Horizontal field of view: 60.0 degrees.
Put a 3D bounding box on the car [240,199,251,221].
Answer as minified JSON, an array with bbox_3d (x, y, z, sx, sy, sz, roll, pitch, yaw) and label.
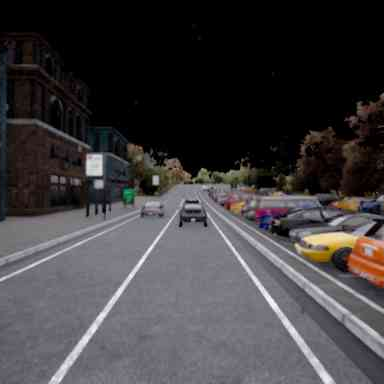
[{"bbox_3d":[6.274,1.508,24.334,4.892,1.521,2.231,0,0,0],"label":"car"}]

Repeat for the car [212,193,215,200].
[{"bbox_3d":[6.418,1.289,57.756,4.792,1.488,2.163,0,1,0],"label":"car"}]

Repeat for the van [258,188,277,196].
[{"bbox_3d":[19.444,-0.051,85.626,4.442,1.987,1.878,-1,3,0],"label":"van"}]

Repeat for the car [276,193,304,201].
[{"bbox_3d":[19.495,1.027,66.251,5.008,1.535,2.097,0,2,0],"label":"car"}]

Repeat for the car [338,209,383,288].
[{"bbox_3d":[6.176,1.393,7.633,4.553,1.767,2.185,0,0,0],"label":"car"}]

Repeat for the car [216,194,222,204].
[{"bbox_3d":[6.343,1.440,46.612,5.008,1.535,2.097,0,1,0],"label":"car"}]

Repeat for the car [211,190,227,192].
[{"bbox_3d":[6.378,0.992,63.325,4.553,1.767,2.185,0,2,0],"label":"car"}]

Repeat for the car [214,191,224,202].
[{"bbox_3d":[6.410,1.193,54.965,4.553,1.767,2.185,0,1,0],"label":"car"}]

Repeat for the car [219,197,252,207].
[{"bbox_3d":[6.362,1.448,49.401,4.674,1.452,2.002,0,1,0],"label":"car"}]

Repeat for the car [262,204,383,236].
[{"bbox_3d":[6.232,1.515,15.984,5.008,1.535,2.097,0,0,0],"label":"car"}]

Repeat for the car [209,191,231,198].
[{"bbox_3d":[6.455,0.595,77.263,5.008,1.535,2.097,0,2,0],"label":"car"}]

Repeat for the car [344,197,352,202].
[{"bbox_3d":[19.574,1.489,35.459,5.366,1.575,1.946,0,0,0],"label":"car"}]

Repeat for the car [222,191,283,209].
[{"bbox_3d":[6.337,1.241,35.466,5.566,2.045,2.435,0,0,0],"label":"car"}]

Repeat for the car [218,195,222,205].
[{"bbox_3d":[6.333,1.464,43.823,5.008,1.535,2.097,0,0,0],"label":"car"}]

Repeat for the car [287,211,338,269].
[{"bbox_3d":[6.032,1.515,10.417,5.366,1.575,1.946,0,0,0],"label":"car"}]

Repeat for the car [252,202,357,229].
[{"bbox_3d":[6.253,1.512,18.767,5.008,1.535,2.097,0,0,0],"label":"car"}]

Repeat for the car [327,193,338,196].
[{"bbox_3d":[19.440,1.354,41.152,4.553,1.767,2.185,0,0,0],"label":"car"}]

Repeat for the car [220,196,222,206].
[{"bbox_3d":[6.299,1.510,41.036,4.792,1.488,2.163,0,0,0],"label":"car"}]

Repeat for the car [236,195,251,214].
[{"bbox_3d":[6.247,1.378,27.242,4.553,1.767,2.185,0,0,0],"label":"car"}]

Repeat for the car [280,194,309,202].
[{"bbox_3d":[19.484,1.112,63.462,5.008,1.535,2.097,0,2,0],"label":"car"}]

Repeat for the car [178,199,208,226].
[{"bbox_3d":[0.071,1.493,23.231,1.837,1.490,4.892,0,0,0],"label":"car"}]

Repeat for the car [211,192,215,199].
[{"bbox_3d":[6.370,1.222,60.543,4.792,1.488,2.163,0,1,0],"label":"car"}]

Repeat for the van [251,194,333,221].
[{"bbox_3d":[6.374,1.284,21.550,4.442,1.987,1.878,0,0,0],"label":"van"}]

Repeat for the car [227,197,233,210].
[{"bbox_3d":[6.293,1.496,32.683,5.008,1.535,2.097,0,0,0],"label":"car"}]

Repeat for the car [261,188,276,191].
[{"bbox_3d":[19.553,0.490,80.188,4.674,1.452,2.002,0,3,0],"label":"car"}]

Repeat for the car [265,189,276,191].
[{"bbox_3d":[19.715,0.714,74.487,5.366,1.575,1.946,0,2,0],"label":"car"}]

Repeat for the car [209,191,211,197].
[{"bbox_3d":[6.400,0.971,68.909,4.792,1.488,2.163,0,2,0],"label":"car"}]

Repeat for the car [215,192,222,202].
[{"bbox_3d":[6.400,1.241,52.186,4.553,1.767,2.185,0,1,0],"label":"car"}]

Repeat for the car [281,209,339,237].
[{"bbox_3d":[6.230,1.557,13.200,4.674,1.452,2.002,0,0,0],"label":"car"}]

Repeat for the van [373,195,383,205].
[{"bbox_3d":[19.251,1.273,29.889,4.442,1.987,1.878,0,0,0],"label":"van"}]

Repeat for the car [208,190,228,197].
[{"bbox_3d":[6.509,0.349,82.823,4.792,1.488,2.163,0,3,0],"label":"car"}]

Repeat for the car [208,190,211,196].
[{"bbox_3d":[6.433,0.837,71.685,4.892,1.521,2.231,0,2,0],"label":"car"}]

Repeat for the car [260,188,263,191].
[{"bbox_3d":[19.563,0.349,82.969,4.674,1.452,2.002,0,3,0],"label":"car"}]

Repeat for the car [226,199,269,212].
[{"bbox_3d":[6.316,1.529,38.250,4.674,1.452,2.002,0,0,0],"label":"car"}]

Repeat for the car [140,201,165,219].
[{"bbox_3d":[-3.393,1.504,29.312,1.812,1.442,4.674,0,0,0],"label":"car"}]

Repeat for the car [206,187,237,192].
[{"bbox_3d":[6.478,0.469,74.461,5.566,2.045,2.435,0,2,0],"label":"car"}]

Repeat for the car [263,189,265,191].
[{"bbox_3d":[19.569,0.621,77.278,4.792,1.488,2.163,0,3,0],"label":"car"}]

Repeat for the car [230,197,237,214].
[{"bbox_3d":[6.473,1.497,29.900,5.366,1.575,1.946,0,0,0],"label":"car"}]

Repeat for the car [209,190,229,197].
[{"bbox_3d":[6.501,0.335,80.033,4.553,1.767,2.185,0,3,0],"label":"car"}]

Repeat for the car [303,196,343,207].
[{"bbox_3d":[19.445,1.404,49.523,5.008,1.535,2.097,0,1,0],"label":"car"}]

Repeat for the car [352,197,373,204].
[{"bbox_3d":[19.350,1.244,32.674,5.566,2.045,2.435,0,0,0],"label":"car"}]

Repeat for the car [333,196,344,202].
[{"bbox_3d":[19.393,1.488,38.367,5.008,1.535,2.097,0,0,0],"label":"car"}]
